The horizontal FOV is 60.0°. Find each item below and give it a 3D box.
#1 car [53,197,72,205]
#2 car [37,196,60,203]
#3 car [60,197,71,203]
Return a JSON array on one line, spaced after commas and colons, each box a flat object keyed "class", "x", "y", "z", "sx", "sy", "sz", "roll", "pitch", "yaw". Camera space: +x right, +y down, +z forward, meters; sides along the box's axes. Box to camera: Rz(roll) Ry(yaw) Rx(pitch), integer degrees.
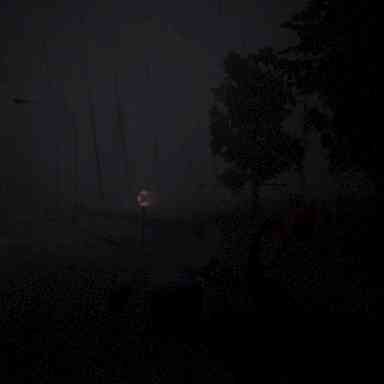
[{"class": "car", "x": -25.262, "y": 1.736, "z": 65.196, "sx": 2.038, "sy": 1.542, "sz": 4.974, "roll": 0, "pitch": 0, "yaw": -3}, {"class": "car", "x": -27.800, "y": 1.487, "z": 63.972, "sx": 3.633, "sy": 1.501, "sz": 1.845, "roll": 0, "pitch": 0, "yaw": -22}, {"class": "car", "x": -25.259, "y": 1.578, "z": 65.144, "sx": 1.853, "sy": 1.218, "sz": 4.536, "roll": 0, "pitch": 0, "yaw": -3}]
